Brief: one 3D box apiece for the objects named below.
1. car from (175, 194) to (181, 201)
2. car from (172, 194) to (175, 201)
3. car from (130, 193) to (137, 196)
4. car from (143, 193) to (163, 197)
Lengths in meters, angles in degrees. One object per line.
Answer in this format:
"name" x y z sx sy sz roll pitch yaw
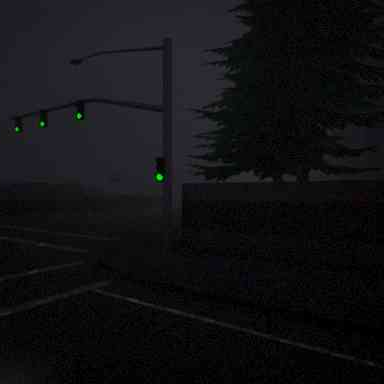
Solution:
"car" -4.646 1.384 74.102 3.806 1.475 1.970 0 0 35
"car" -6.326 1.352 71.744 3.905 1.438 1.784 0 0 35
"car" -13.603 1.380 87.560 3.806 1.475 1.970 0 0 35
"car" -7.841 1.142 69.529 4.605 1.855 1.932 0 0 35
